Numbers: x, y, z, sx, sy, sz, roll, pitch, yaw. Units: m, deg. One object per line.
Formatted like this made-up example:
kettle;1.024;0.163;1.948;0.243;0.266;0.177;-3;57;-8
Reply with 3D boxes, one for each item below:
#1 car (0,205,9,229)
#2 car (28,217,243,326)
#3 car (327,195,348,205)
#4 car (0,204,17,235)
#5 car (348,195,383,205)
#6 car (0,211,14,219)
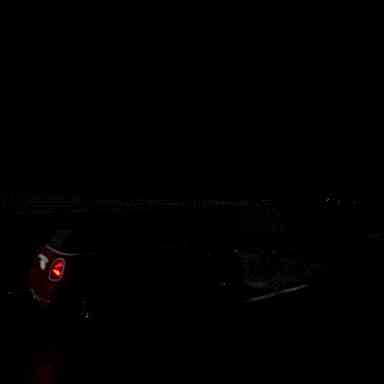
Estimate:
car;-14.056;1.547;19.761;5.357;1.411;2.033;0;0;-36
car;-1.007;1.352;7.327;4.553;1.767;2.097;0;0;-36
car;19.658;1.066;43.700;4.553;1.767;2.097;0;0;-36
car;-11.877;1.477;17.016;5.008;1.535;1.882;0;0;-36
car;21.667;1.147;40.835;4.892;1.490;1.837;0;0;-36
car;-9.990;1.547;14.063;5.357;1.411;2.033;0;0;-36
